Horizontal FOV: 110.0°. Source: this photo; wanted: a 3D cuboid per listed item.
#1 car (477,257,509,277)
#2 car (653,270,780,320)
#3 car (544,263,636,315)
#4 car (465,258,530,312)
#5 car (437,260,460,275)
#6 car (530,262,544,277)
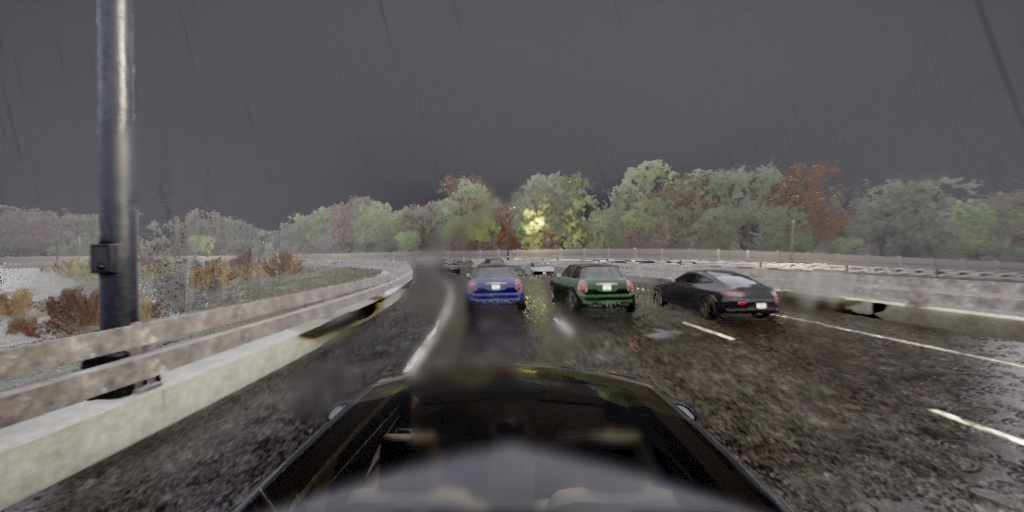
[{"bbox_3d":[-1.989,1.035,35.736,2.097,1.767,4.553,-1,0,-18],"label":"car"},{"bbox_3d":[6.527,1.174,11.986,1.812,1.442,4.674,0,0,-5],"label":"car"},{"bbox_3d":[2.816,1.038,13.584,2.097,1.767,4.553,-1,0,-6],"label":"car"},{"bbox_3d":[-0.782,1.078,14.364,2.097,1.767,4.553,-1,0,-6],"label":"car"},{"bbox_3d":[-6.996,1.223,39.460,2.128,1.511,4.902,-1,0,-21],"label":"car"},{"bbox_3d":[2.260,1.240,34.161,1.895,1.301,4.718,-1,0,-17],"label":"car"}]
